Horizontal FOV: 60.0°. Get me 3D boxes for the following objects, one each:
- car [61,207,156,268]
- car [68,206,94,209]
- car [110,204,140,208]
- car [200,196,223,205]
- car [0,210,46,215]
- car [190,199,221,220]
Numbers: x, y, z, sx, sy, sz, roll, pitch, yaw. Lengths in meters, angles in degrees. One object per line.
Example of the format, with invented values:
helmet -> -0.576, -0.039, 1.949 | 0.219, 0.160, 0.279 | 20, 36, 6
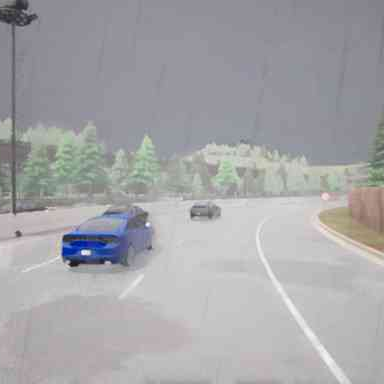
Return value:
car -> -2.607, 1.509, 11.541 | 1.882, 1.535, 5.008 | 0, 0, 7
car -> -9.705, 1.609, 29.714 | 1.812, 1.442, 4.674 | 0, 0, 17
car -> -4.272, 1.564, 22.164 | 1.837, 1.490, 4.892 | 0, 0, 13
car -> 3.884, 1.656, 64.414 | 2.128, 1.511, 4.902 | 0, 0, 36
car -> -14.074, 1.557, 26.974 | 1.882, 1.535, 5.008 | 0, 0, 15
car -> 1.259, 1.563, 29.021 | 2.128, 1.511, 4.902 | 0, 0, 18
